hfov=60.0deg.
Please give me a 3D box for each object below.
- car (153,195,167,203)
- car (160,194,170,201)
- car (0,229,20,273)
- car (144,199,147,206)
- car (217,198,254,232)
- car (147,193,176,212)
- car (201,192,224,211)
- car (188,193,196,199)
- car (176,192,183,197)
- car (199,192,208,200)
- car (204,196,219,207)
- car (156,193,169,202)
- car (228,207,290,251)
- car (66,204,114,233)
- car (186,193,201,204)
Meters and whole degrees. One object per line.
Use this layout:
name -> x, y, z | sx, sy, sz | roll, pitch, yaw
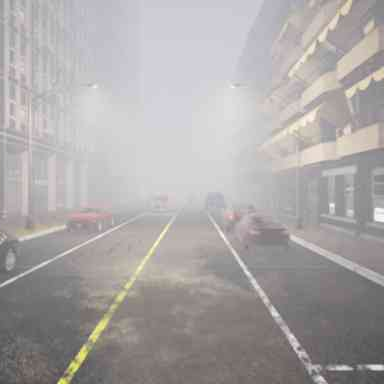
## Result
car -> -5.656, 1.213, 58.518 | 2.008, 1.369, 4.403 | 0, 0, 0
car -> -5.651, 1.130, 69.645 | 1.752, 1.417, 4.829 | 0, 0, 0
car -> -5.684, 1.503, 7.682 | 2.008, 1.369, 4.403 | 0, 0, 0
car -> -5.663, 1.290, 47.221 | 1.947, 1.339, 4.313 | 0, 0, 0
car -> 2.702, 1.326, 18.974 | 1.967, 1.590, 4.097 | 0, 0, 0
car -> -3.073, 1.146, 34.663 | 2.097, 1.767, 4.553 | 0, 0, 0
car -> 2.414, 1.011, 36.659 | 2.150, 2.045, 5.566 | 0, 0, 0
car -> 0.045, 0.925, 78.721 | 1.882, 1.535, 5.008 | 0, 0, 0
car -> -2.958, 0.716, 75.087 | 1.812, 1.442, 4.674 | 0, 0, 0
car -> 2.737, 0.861, 81.107 | 2.192, 1.841, 5.009 | 0, 0, 0
car -> 2.718, 1.290, 47.217 | 1.947, 1.339, 4.313 | 0, 0, 0
car -> -5.654, 1.073, 64.167 | 1.967, 1.590, 4.097 | 0, 0, 0
car -> 2.699, 1.501, 13.327 | 1.802, 1.307, 4.206 | 0, 0, 0
car -> -5.678, 1.430, 18.980 | 1.887, 1.381, 4.507 | 0, 0, 0
car -> 0.031, 1.282, 55.025 | 1.895, 1.301, 4.718 | 0, 0, 0
